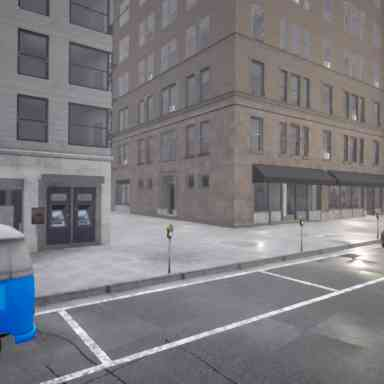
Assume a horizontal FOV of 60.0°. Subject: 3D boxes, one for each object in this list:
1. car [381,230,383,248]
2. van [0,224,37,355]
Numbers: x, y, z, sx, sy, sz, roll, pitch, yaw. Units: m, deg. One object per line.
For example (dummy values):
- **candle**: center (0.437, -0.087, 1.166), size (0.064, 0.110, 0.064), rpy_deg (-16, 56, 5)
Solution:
- **car**: center (9.394, 1.581, 13.463), size (4.313, 1.339, 1.947), rpy_deg (0, 1, -36)
- **van**: center (-3.989, 1.341, 3.905), size (3.998, 1.788, 1.690), rpy_deg (0, 1, -36)
